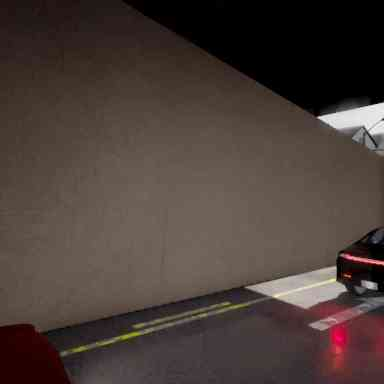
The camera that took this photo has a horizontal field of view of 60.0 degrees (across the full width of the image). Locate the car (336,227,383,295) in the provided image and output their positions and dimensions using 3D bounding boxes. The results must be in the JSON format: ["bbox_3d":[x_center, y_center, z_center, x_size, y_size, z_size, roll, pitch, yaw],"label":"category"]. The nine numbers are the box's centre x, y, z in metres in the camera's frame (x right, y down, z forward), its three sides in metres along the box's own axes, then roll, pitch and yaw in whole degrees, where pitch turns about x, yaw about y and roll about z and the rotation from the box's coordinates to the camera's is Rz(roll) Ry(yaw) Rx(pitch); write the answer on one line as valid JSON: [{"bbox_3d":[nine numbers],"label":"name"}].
[{"bbox_3d":[5.226,1.491,7.501,4.902,1.511,2.128,0,0,-35],"label":"car"}]

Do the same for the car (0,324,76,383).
[{"bbox_3d":[-3.016,1.601,1.674,4.718,1.301,1.895,0,0,-35],"label":"car"}]
